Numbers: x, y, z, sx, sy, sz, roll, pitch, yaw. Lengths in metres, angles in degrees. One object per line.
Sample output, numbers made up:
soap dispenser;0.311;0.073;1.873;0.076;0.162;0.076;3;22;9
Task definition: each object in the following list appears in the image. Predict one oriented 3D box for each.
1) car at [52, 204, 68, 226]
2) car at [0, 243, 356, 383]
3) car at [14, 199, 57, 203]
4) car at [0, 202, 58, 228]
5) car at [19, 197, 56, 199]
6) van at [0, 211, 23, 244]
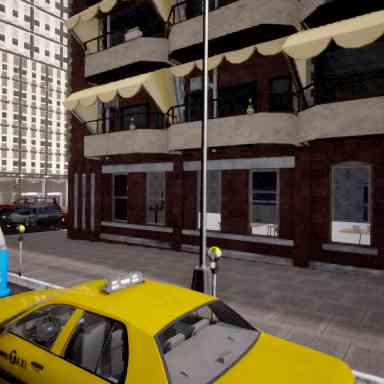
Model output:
car;-6.970;1.685;23.207;1.887;1.381;4.507;1;0;36
car;-0.902;1.525;3.508;4.829;1.417;1.752;0;1;36
car;-12.478;1.544;25.451;2.128;1.511;4.902;1;0;36
car;-10.323;1.641;22.983;2.033;1.411;5.357;1;0;36
car;-13.757;1.339;28.117;2.192;1.841;5.009;1;0;36
van;-5.324;1.339;6.662;3.998;1.788;1.690;0;1;36
